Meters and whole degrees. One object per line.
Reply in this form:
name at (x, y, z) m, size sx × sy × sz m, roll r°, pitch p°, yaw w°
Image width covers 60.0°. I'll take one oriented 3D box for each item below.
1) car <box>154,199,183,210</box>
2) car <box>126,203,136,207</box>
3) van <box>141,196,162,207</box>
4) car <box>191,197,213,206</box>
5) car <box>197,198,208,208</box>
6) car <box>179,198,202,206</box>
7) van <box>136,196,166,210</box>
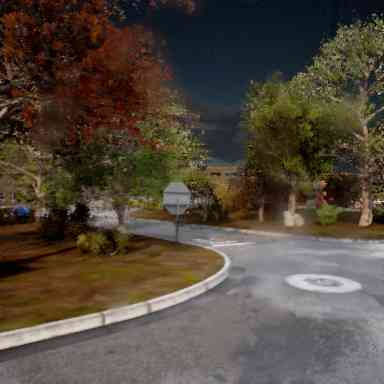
car at (-3.615, 1.881, 50.718) m, size 1.946 × 1.575 × 5.366 m, roll 0°, pitch 0°, yaw -36°
car at (-10.219, 1.762, 61.268) m, size 2.185 × 1.767 × 4.553 m, roll 0°, pitch 0°, yaw -36°
van at (-7.699, 1.689, 62.968) m, size 1.878 × 1.987 × 4.442 m, roll 1°, pitch 0°, yaw -36°
car at (2.104, 1.967, 70.134) m, size 2.185 × 1.767 × 4.553 m, roll 1°, pitch -1°, yaw -36°
car at (3.075, 1.713, 55.771) m, size 2.435 × 2.045 × 5.566 m, roll 1°, pitch -1°, yaw -36°
car at (-0.373, 2.039, 68.376) m, size 2.097 × 1.535 × 5.008 m, roll 1°, pitch -1°, yaw -36°
van at (-6.062, 1.645, 49.338) m, size 1.878 × 1.987 × 4.442 m, roll 0°, pitch 0°, yaw -36°
